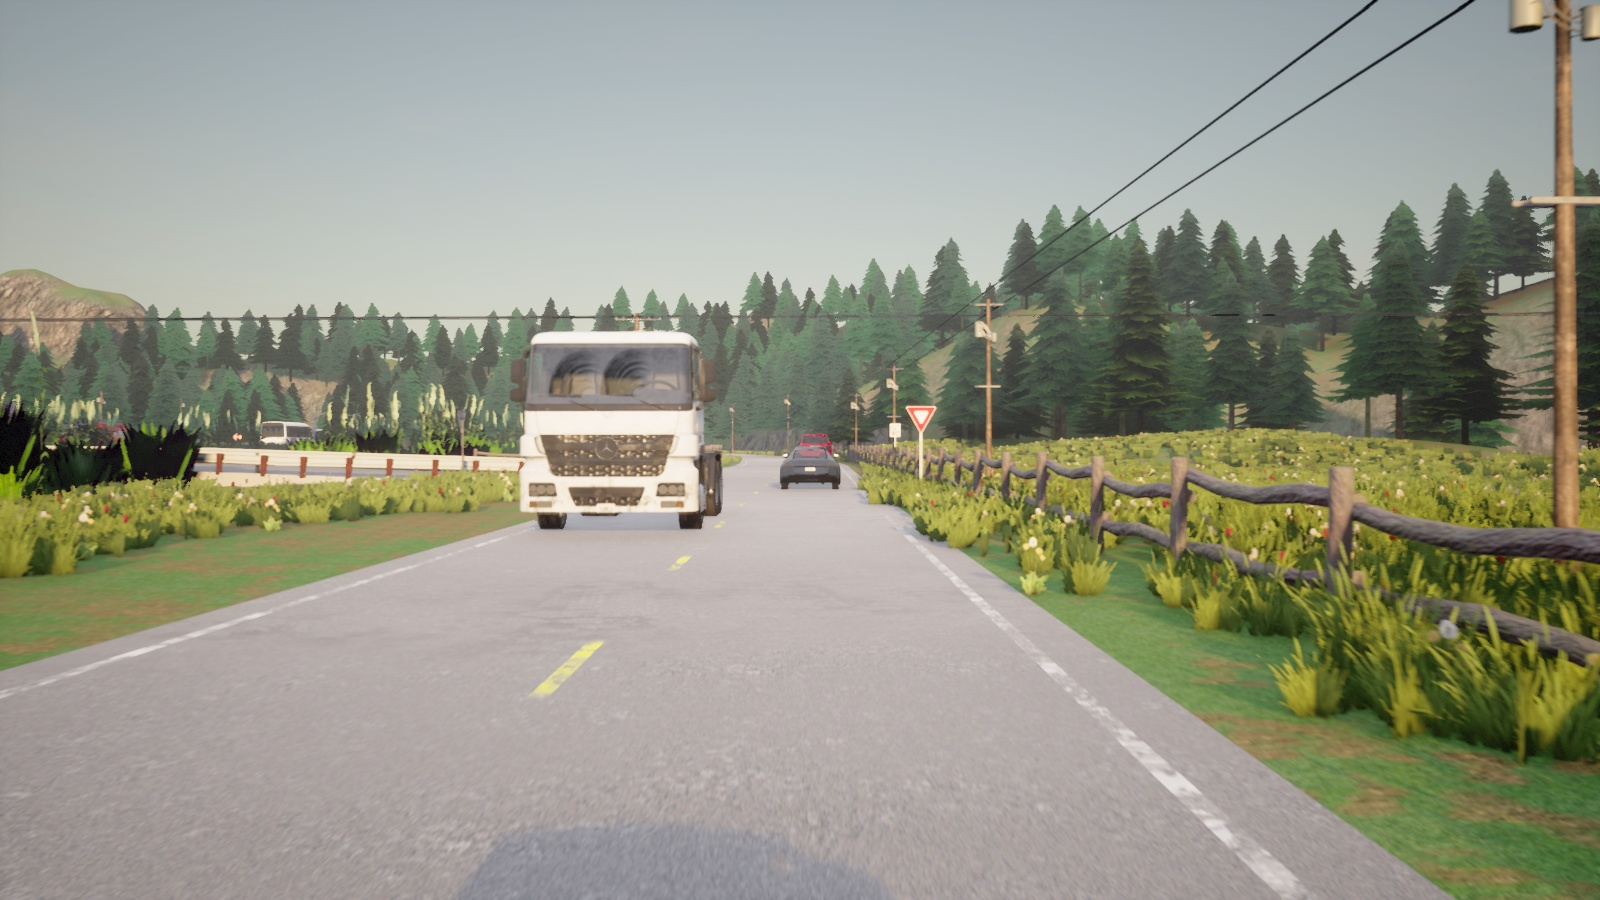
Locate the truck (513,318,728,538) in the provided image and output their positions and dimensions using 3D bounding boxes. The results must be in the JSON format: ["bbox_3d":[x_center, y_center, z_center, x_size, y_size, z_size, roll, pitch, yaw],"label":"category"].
[{"bbox_3d":[-3.050,-0.372,23.738,2.891,3.462,7.936,0,0,0],"label":"truck"}]

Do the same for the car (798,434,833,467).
[{"bbox_3d":[0.961,0.015,79.895,2.150,2.045,5.566,0,0,1],"label":"car"}]

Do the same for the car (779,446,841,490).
[{"bbox_3d":[0.355,0.574,41.962,1.994,1.385,4.181,0,0,1],"label":"car"}]
